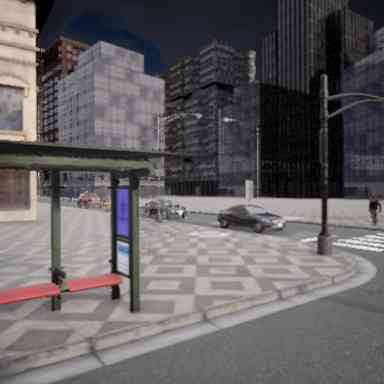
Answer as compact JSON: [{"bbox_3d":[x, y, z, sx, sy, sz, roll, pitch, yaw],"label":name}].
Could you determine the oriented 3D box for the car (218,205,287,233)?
[{"bbox_3d":[3.379,1.488,19.606,1.812,1.442,4.674,-1,0,-34],"label":"car"}]

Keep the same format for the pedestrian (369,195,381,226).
[{"bbox_3d":[10.828,1.063,19.680,0.375,1.860,0.375,0,0,-34],"label":"pedestrian"}]

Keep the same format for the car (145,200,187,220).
[{"bbox_3d":[-2.285,1.426,27.956,2.128,1.511,4.902,-1,0,-34],"label":"car"}]
